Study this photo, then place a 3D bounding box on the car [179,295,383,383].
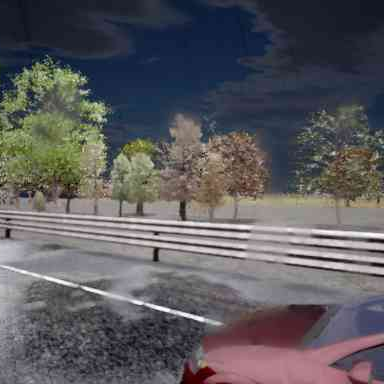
[{"bbox_3d":[1.931,1.566,2.642,4.181,1.385,1.994,0,0,36],"label":"car"}]
